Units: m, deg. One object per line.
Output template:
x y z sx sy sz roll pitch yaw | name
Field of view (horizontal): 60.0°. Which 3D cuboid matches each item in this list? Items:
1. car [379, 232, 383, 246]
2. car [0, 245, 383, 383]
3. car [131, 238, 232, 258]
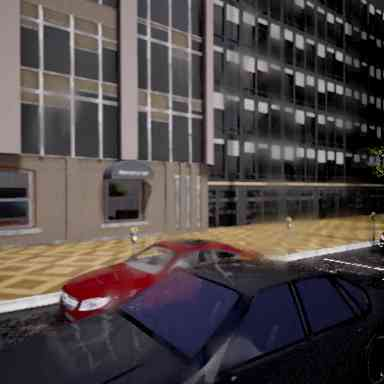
8.984 1.605 12.943 4.403 1.369 2.008 0 -1 -35 | car
0.552 1.557 3.766 5.357 1.411 2.033 0 0 -35 | car
-0.282 1.594 6.359 4.206 1.307 1.802 0 -1 -35 | car
